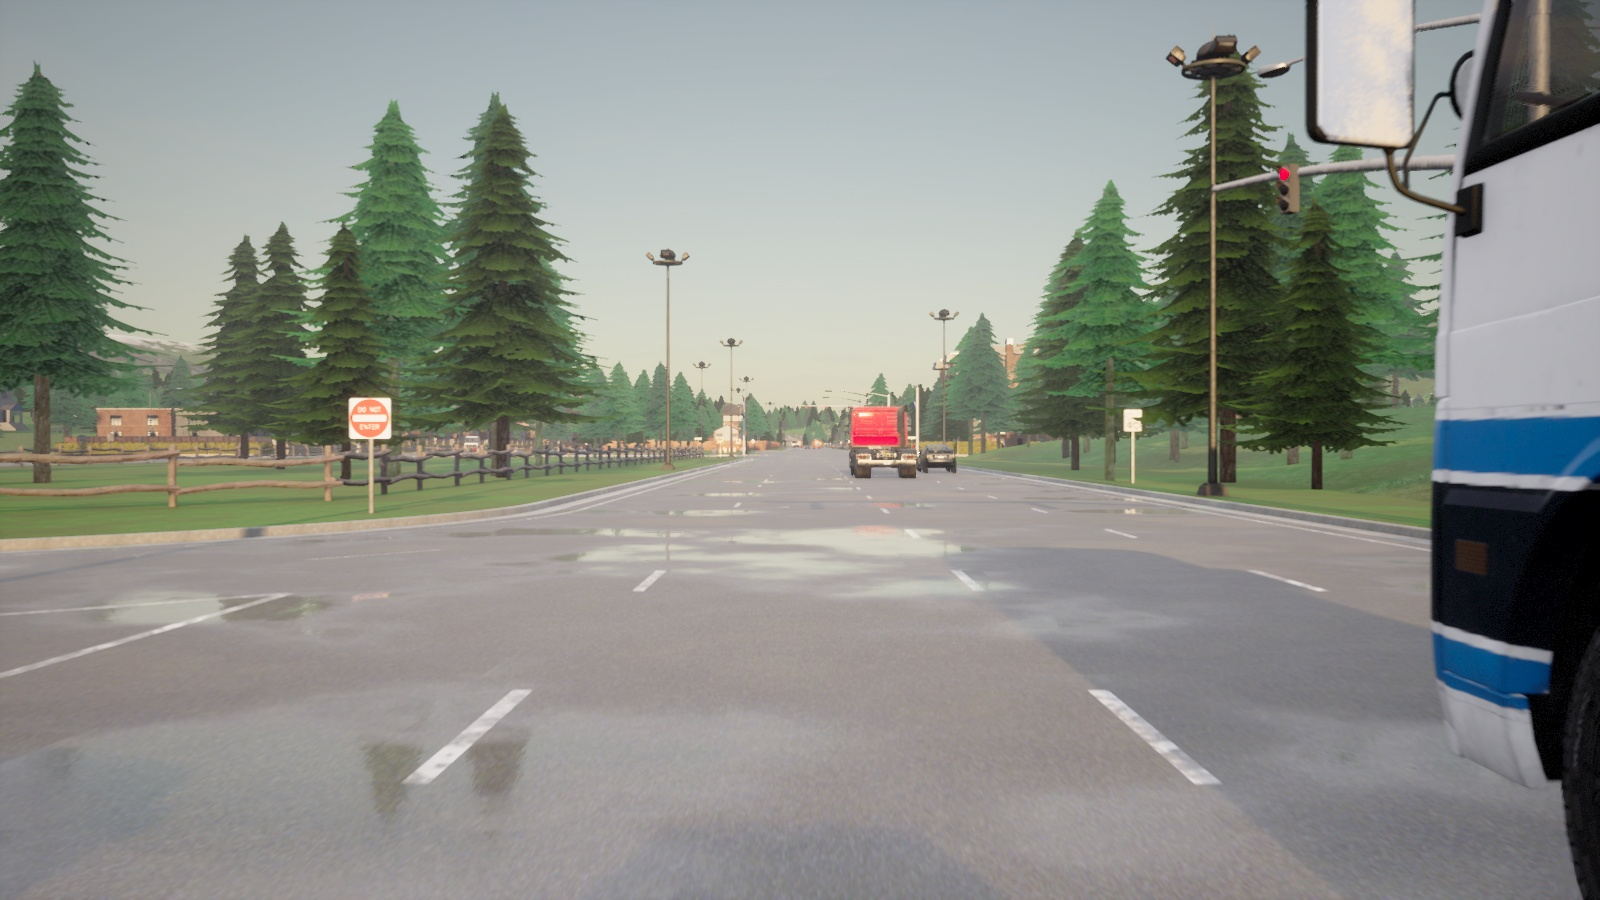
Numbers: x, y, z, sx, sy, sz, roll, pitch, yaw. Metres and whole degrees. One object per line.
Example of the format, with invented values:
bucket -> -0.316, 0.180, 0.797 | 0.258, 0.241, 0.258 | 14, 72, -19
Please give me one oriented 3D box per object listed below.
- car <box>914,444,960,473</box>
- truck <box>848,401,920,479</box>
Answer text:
car -> 7.405, 0.436, 68.163 | 2.007, 1.525, 4.514 | 0, 0, 0
truck -> 3.855, -0.461, 59.342 | 2.891, 3.462, 7.936 | 0, 0, 0
